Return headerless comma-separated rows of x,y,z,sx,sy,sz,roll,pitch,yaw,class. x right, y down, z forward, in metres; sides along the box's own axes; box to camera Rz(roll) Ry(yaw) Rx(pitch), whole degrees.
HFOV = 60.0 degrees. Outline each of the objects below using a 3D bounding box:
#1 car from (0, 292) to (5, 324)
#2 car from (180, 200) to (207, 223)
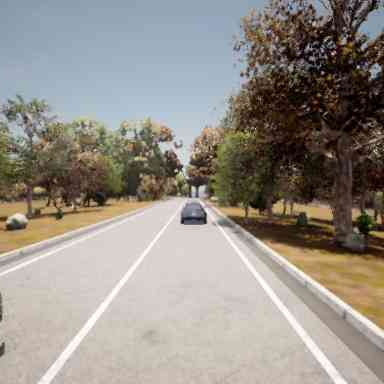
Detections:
-3.555,1.604,2.388,1.895,1.301,4.718,0,0,1,car
0.128,1.577,25.868,1.994,1.385,4.181,0,0,0,car
